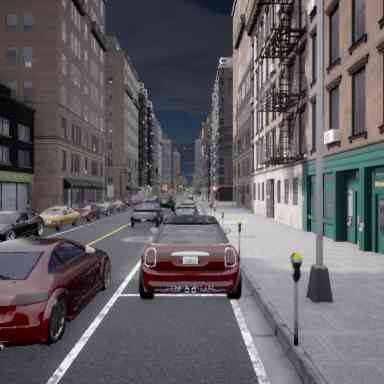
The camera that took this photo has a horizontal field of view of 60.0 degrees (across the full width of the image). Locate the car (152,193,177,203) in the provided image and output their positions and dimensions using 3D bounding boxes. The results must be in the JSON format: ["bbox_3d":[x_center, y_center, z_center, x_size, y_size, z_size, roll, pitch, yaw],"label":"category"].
[{"bbox_3d":[-3.024,1.214,39.082,2.150,2.045,5.566,0,0,0],"label":"car"}]

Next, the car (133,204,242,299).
[{"bbox_3d":[-0.033,1.352,8.620,2.097,1.767,4.553,0,0,0],"label":"car"}]

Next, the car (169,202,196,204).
[{"bbox_3d":[-0.383,1.566,20.772,1.947,1.339,4.313,0,0,0],"label":"car"}]

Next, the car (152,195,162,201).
[{"bbox_3d":[-8.408,1.510,79.763,1.887,1.381,4.507,0,0,0],"label":"car"}]

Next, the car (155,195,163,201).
[{"bbox_3d":[-8.408,1.486,85.047,1.752,1.417,4.829,0,0,0],"label":"car"}]

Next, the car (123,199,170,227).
[{"bbox_3d":[-2.920,1.490,22.482,2.128,1.511,4.902,0,0,0],"label":"car"}]

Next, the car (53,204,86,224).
[{"bbox_3d":[-8.408,1.525,20.611,1.752,1.417,4.829,0,0,0],"label":"car"}]

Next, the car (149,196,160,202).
[{"bbox_3d":[-8.408,1.521,74.308,2.008,1.369,4.403,0,0,0],"label":"car"}]

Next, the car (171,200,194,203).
[{"bbox_3d":[-0.383,1.565,26.185,1.947,1.339,4.313,0,0,0],"label":"car"}]

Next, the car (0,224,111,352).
[{"bbox_3d":[-2.921,1.565,6.351,1.994,1.385,4.181,0,0,0],"label":"car"}]

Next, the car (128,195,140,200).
[{"bbox_3d":[-8.408,1.302,47.845,2.192,1.841,5.009,0,0,0],"label":"car"}]

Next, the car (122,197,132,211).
[{"bbox_3d":[-8.408,1.545,37.020,2.008,1.369,4.403,0,0,0],"label":"car"}]

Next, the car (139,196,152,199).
[{"bbox_3d":[-5.776,1.535,47.463,2.033,1.411,5.357,0,0,0],"label":"car"}]

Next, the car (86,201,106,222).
[{"bbox_3d":[-8.408,1.581,26.194,1.802,1.307,4.206,0,0,0],"label":"car"}]

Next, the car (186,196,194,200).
[{"bbox_3d":[-0.383,1.519,37.181,1.752,1.417,4.829,0,0,0],"label":"car"}]

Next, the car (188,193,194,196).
[{"bbox_3d":[-0.382,1.395,90.663,1.967,1.590,4.097,0,0,0],"label":"car"}]

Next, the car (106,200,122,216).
[{"bbox_3d":[-8.408,1.548,31.607,2.008,1.369,4.403,0,0,0],"label":"car"}]

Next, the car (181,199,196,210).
[{"bbox_3d":[-0.383,1.572,42.423,1.802,1.307,4.206,0,0,0],"label":"car"}]

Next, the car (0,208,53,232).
[{"bbox_3d":[-8.408,1.566,15.368,1.947,1.339,4.313,0,0,0],"label":"car"}]
